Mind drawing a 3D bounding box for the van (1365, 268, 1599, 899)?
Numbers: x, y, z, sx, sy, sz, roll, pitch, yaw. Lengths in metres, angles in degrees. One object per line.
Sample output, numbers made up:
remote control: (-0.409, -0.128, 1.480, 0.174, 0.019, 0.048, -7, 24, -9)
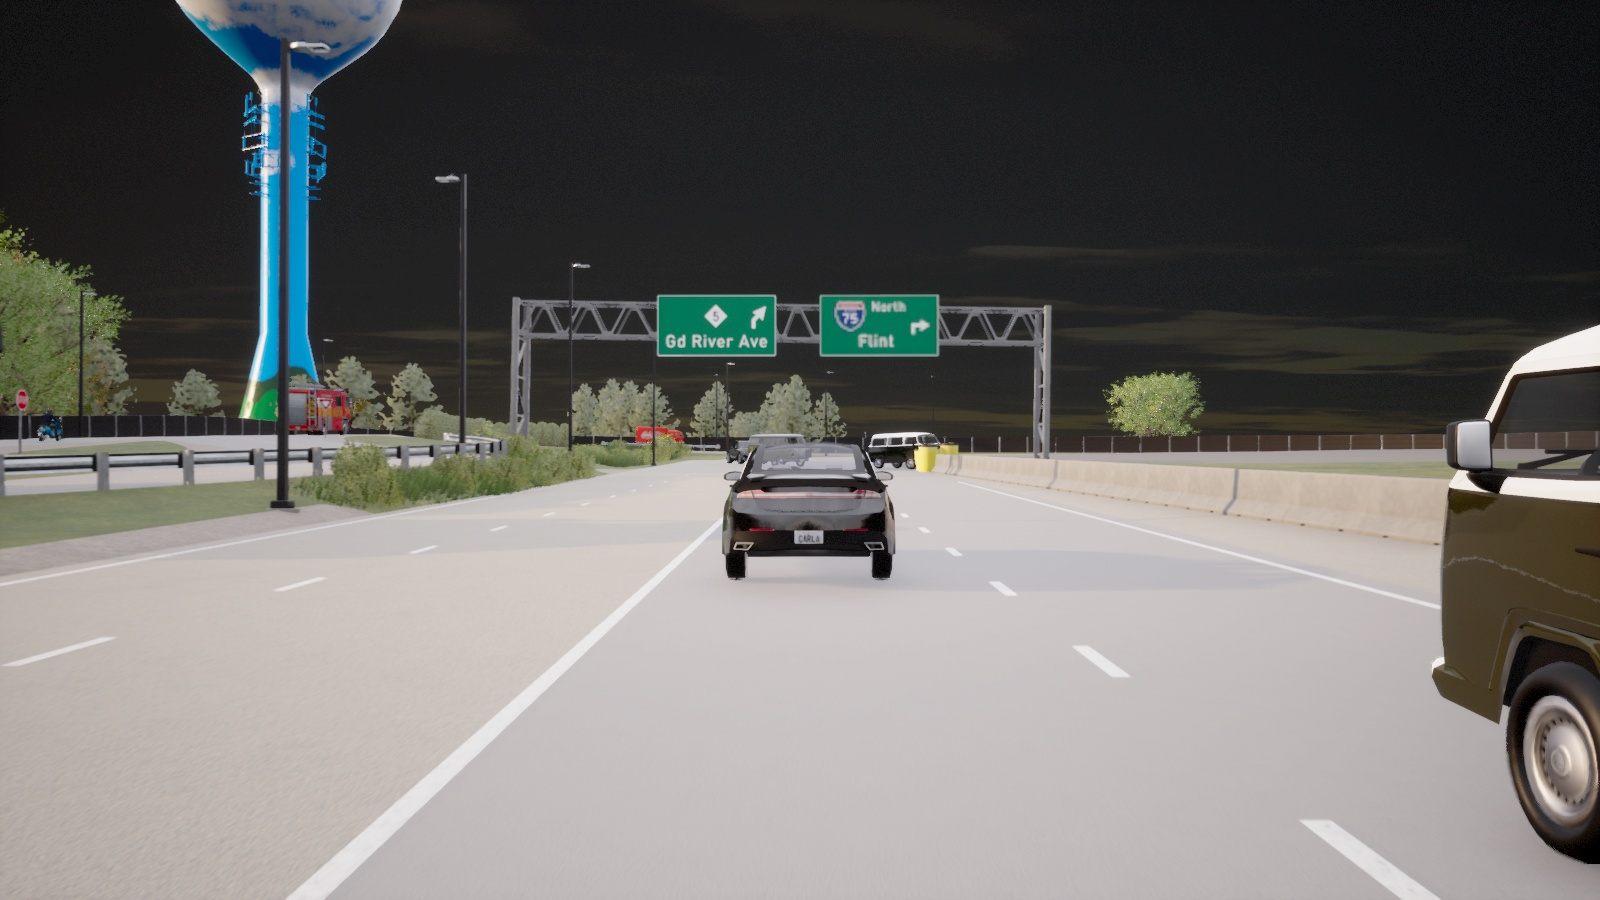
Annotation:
van: (3.535, 0.455, 3.331, 2.069, 2.038, 4.480, 0, 0, 0)

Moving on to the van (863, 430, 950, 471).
van: (5.828, 0.054, 69.383, 2.069, 2.038, 4.480, -3, 0, -42)

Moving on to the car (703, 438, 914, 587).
car: (0.102, 0.618, 15.138, 2.128, 1.511, 4.902, 0, 0, 0)

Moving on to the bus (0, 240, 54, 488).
bus: (-18.436, -1.175, 20.265, 10.273, 4.253, 3.944, -4, 0, -40)

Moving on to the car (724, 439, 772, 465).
car: (-3.606, 0.122, 85.534, 2.033, 1.649, 4.856, 0, 1, -18)

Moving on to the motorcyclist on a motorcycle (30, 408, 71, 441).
motorcyclist on a motorcycle: (-36.854, -1.263, 61.766, 0.866, 1.590, 1.817, 1, 2, 2)

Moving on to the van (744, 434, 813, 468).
van: (-1.318, 0.022, 75.543, 1.775, 1.987, 4.442, 0, 1, -38)
